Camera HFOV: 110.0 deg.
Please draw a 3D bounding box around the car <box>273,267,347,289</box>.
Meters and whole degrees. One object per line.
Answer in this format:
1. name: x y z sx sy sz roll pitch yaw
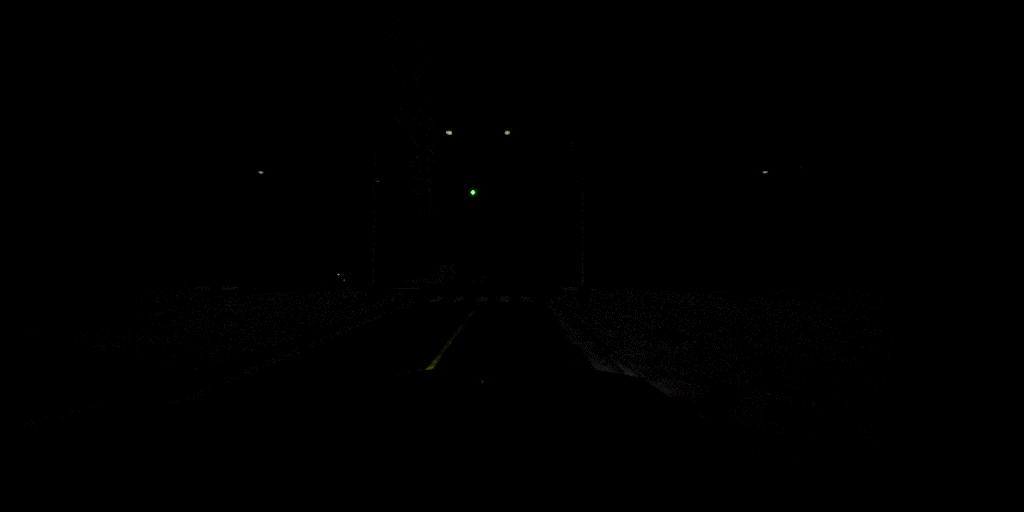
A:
1. car: -14.532 1.552 25.863 4.902 1.511 2.128 0 -1 0
